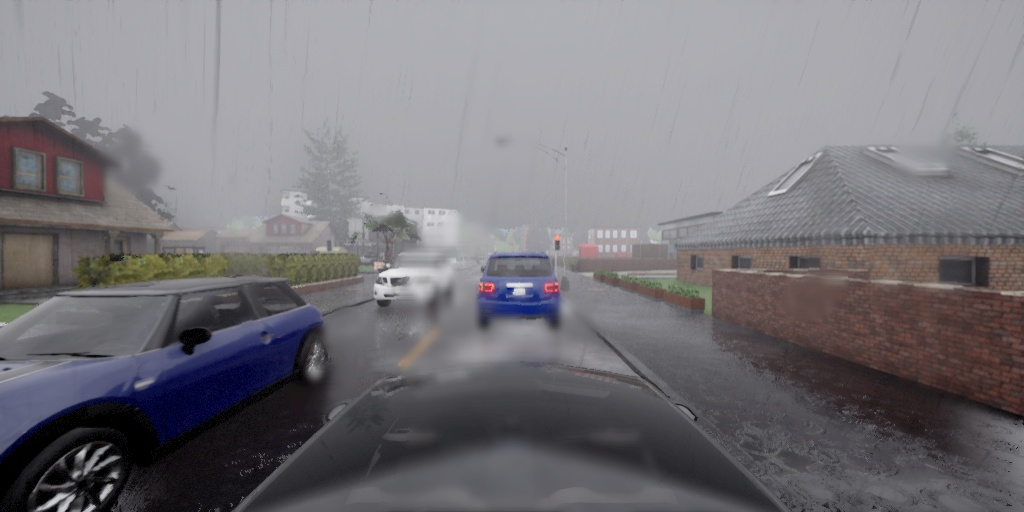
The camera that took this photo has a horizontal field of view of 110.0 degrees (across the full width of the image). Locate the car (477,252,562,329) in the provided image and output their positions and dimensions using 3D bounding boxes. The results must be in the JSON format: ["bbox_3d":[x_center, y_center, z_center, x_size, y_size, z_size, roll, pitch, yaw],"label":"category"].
[{"bbox_3d":[0.191,0.902,11.044,2.150,2.045,5.566,0,0,0],"label":"car"}]

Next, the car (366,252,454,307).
[{"bbox_3d":[-3.891,0.870,15.272,2.150,2.045,5.566,0,0,0],"label":"car"}]

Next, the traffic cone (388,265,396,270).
[{"bbox_3d":[-15.393,1.231,45.937,0.344,0.586,0.344,0,0,0],"label":"traffic cone"}]

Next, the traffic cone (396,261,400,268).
[{"bbox_3d":[-15.027,1.224,46.504,0.344,0.586,0.344,0,0,0],"label":"traffic cone"}]

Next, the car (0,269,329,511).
[{"bbox_3d":[-4.068,1.084,3.952,2.097,1.767,4.553,0,1,1],"label":"car"}]

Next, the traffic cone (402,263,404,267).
[{"bbox_3d":[-14.020,1.241,47.536,0.344,0.586,0.344,0,0,0],"label":"traffic cone"}]
